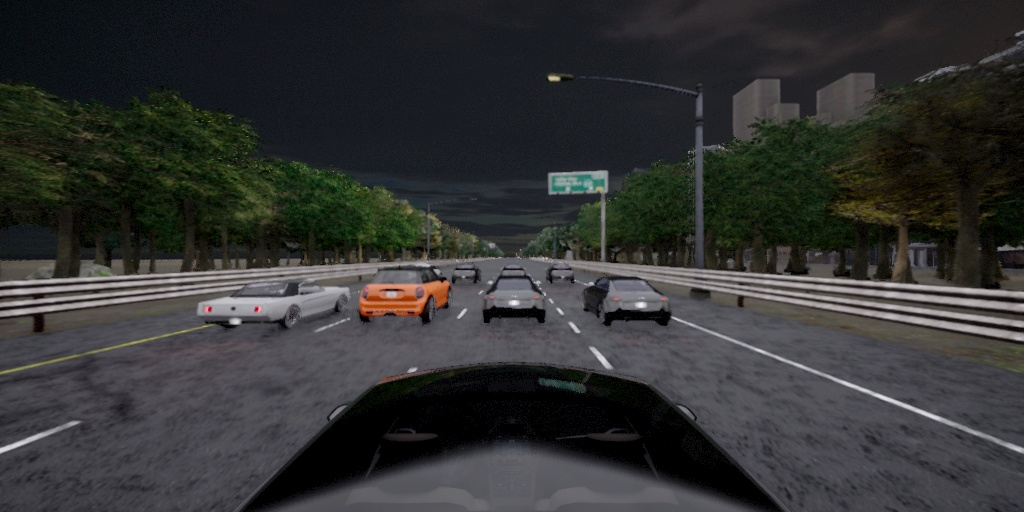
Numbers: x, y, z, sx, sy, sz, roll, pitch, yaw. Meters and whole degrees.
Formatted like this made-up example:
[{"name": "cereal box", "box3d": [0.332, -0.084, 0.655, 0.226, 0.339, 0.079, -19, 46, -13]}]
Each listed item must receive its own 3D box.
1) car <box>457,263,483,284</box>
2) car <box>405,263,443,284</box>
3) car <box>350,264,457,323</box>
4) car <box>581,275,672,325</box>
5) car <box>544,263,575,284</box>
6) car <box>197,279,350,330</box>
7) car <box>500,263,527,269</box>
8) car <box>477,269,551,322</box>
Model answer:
[{"name": "car", "box3d": [-3.395, 1.283, 27.669, 2.128, 1.511, 4.902, 0, 0, 0]}, {"name": "car", "box3d": [-6.886, 1.317, 28.606, 1.812, 1.442, 4.674, 0, 0, 0]}, {"name": "car", "box3d": [-3.423, 1.120, 12.379, 2.097, 1.767, 4.553, 0, 0, 0]}, {"name": "car", "box3d": [3.575, 1.332, 11.902, 1.994, 1.385, 4.181, 0, 0, 0]}, {"name": "car", "box3d": [3.606, 1.283, 27.655, 2.128, 1.511, 4.902, 0, 0, 0]}, {"name": "car", "box3d": [-6.932, 1.368, 11.240, 1.895, 1.301, 4.718, 0, 0, 1]}, {"name": "car", "box3d": [0.106, 1.283, 27.682, 2.128, 1.511, 4.902, 0, 0, 0]}, {"name": "car", "box3d": [0.078, 1.334, 12.409, 1.994, 1.385, 4.181, 0, 0, 0]}]
